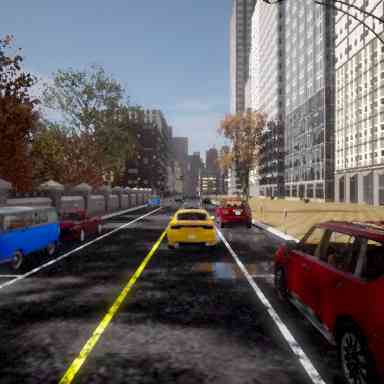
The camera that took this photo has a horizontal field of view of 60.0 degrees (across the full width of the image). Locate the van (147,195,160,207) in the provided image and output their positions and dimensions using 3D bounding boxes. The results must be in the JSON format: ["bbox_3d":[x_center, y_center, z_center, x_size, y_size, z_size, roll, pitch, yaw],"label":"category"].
[{"bbox_3d":[-5.694,1.381,50.014,1.690,1.788,3.998,0,0,0],"label":"van"}]

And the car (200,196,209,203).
[{"bbox_3d":[2.686,1.607,72.715,1.752,1.417,4.829,0,0,0],"label":"car"}]

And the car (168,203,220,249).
[{"bbox_3d":[0.000,1.488,14.651,1.882,1.535,5.008,0,0,0],"label":"car"}]

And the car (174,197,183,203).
[{"bbox_3d":[-3.002,1.633,72.700,1.895,1.301,4.718,0,0,0],"label":"car"}]

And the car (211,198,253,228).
[{"bbox_3d":[2.686,1.322,21.856,2.192,1.841,5.009,0,0,0],"label":"car"}]

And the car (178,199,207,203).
[{"bbox_3d":[0.000,1.587,29.651,1.994,1.385,4.181,0,0,0],"label":"car"}]

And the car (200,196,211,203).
[{"bbox_3d":[2.686,1.625,61.279,1.947,1.339,4.313,0,0,0],"label":"car"}]

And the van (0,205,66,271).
[{"bbox_3d":[-5.693,1.342,10.590,1.690,1.788,3.998,0,0,0],"label":"van"}]

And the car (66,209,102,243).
[{"bbox_3d":[-5.692,1.548,16.222,1.887,1.381,4.507,0,0,0],"label":"car"}]

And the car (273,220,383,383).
[{"bbox_3d":[2.688,1.315,4.958,2.192,1.841,5.009,0,0,0],"label":"car"}]
